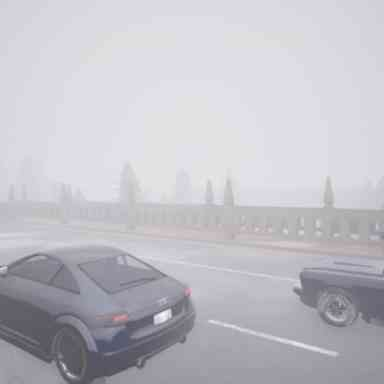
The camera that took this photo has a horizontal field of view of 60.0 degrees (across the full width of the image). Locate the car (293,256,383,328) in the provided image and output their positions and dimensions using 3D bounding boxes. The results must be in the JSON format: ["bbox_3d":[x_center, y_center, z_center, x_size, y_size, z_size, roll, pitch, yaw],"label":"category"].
[{"bbox_3d":[4.156,1.601,5.327,4.718,1.301,1.895,0,0,36],"label":"car"}]

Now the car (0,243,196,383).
[{"bbox_3d":[-2.004,1.564,5.425,4.181,1.385,1.994,0,0,36],"label":"car"}]
